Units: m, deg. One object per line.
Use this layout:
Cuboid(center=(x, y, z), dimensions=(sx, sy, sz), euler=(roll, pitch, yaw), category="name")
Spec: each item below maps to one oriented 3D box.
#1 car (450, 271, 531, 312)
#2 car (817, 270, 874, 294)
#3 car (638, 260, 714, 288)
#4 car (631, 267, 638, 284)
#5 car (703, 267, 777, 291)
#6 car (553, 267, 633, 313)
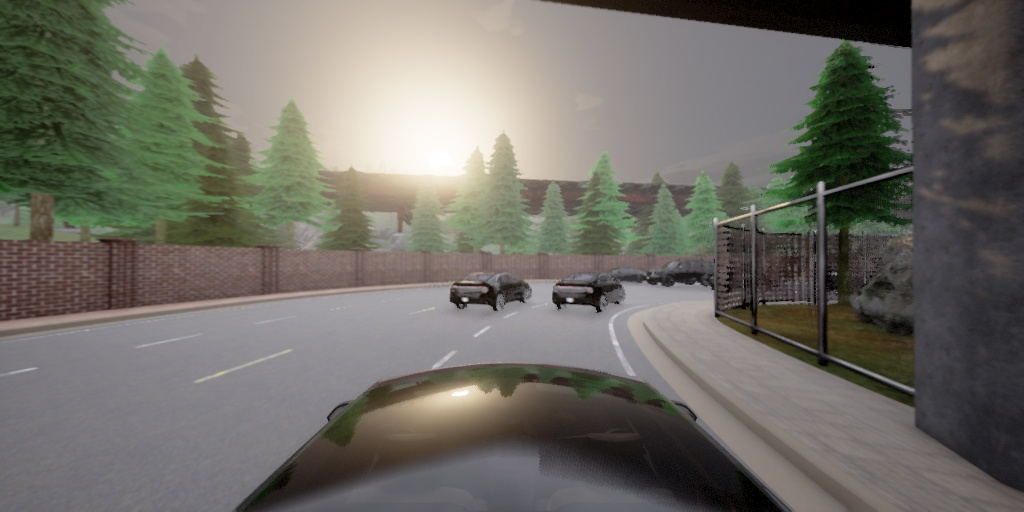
Cuboid(center=(-0.721, 1.383, 15.147), dimensions=(2.128, 1.511, 4.902), euler=(0, -1, 23), category="car")
Cuboid(center=(21.314, 1.597, 22.016), dimensions=(4.892, 1.490, 1.837), euler=(0, -1, -11), category="car")
Cuboid(center=(13.029, 1.328, 27.740), dimensions=(5.566, 2.045, 2.150), euler=(0, -1, -11), category="car")
Cuboid(center=(9.215, 1.640, 30.450), dimensions=(4.674, 1.442, 1.812), euler=(0, -1, -14), category="car")
Cuboid(center=(15.730, 1.651, 24.454), dimensions=(4.181, 1.385, 1.994), euler=(0, -1, -11), category="car")
Cuboid(center=(3.342, 1.405, 15.079), dimensions=(2.128, 1.511, 4.902), euler=(0, -1, 31), category="car")
